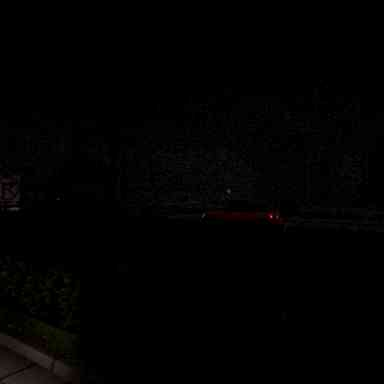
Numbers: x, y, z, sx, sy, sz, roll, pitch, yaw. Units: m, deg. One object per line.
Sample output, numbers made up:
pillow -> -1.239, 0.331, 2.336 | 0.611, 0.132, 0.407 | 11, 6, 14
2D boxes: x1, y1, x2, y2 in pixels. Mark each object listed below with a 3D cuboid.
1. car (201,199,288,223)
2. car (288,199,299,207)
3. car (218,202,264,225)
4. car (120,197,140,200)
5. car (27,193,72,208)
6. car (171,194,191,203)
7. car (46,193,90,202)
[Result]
car -> 2.709, 1.331, 18.774 | 4.553, 1.767, 2.097 | 0, 0, 32
car -> 10.055, 1.474, 35.382 | 1.816, 1.474, 4.193 | 0, 0, 35
car -> 3.631, 1.493, 24.172 | 1.784, 1.438, 3.905 | 0, 0, 35
car -> -10.015, 1.464, 54.462 | 1.994, 1.385, 4.181 | 0, 0, 36
car -> -19.899, 1.114, 46.770 | 2.150, 2.045, 5.566 | 0, 0, 36
car -> -2.082, 1.252, 65.485 | 2.097, 1.767, 4.553 | 0, 0, 36
car -> -16.365, 1.121, 45.522 | 2.150, 2.045, 5.566 | 0, 0, 37
